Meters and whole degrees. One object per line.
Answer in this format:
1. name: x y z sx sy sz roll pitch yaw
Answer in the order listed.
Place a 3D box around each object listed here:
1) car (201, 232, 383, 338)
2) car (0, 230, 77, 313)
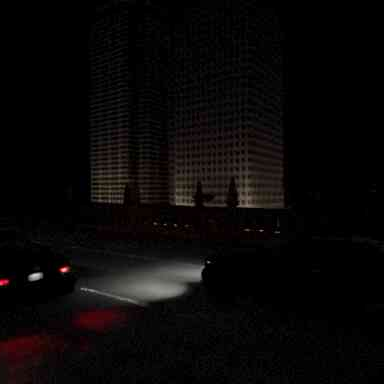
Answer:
1. car: 2.383 1.527 6.563 4.674 1.442 1.812 0 0 35
2. car: -4.853 1.564 7.349 5.357 1.411 2.033 0 0 35
